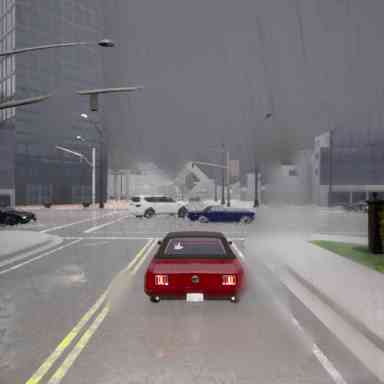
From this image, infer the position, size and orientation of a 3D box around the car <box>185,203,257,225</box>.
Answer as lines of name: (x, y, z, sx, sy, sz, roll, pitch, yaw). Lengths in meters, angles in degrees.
car: (2.078, 1.606, 23.239, 4.718, 1.301, 1.895, 0, 0, 0)

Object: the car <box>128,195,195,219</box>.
car: (-2.882, 1.245, 29.231, 5.566, 2.045, 2.150, -1, 1, -36)

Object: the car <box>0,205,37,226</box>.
car: (-13.776, 1.627, 23.105, 5.357, 1.411, 2.033, -1, 0, 0)

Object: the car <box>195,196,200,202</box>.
car: (0.663, 1.540, 77.390, 2.033, 1.411, 5.357, 0, 0, 12)

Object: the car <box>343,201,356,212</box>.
car: (19.372, 1.520, 37.583, 4.181, 1.385, 1.994, 0, 0, -1)

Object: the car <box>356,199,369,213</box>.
car: (19.876, 1.480, 34.088, 4.674, 1.442, 1.812, 0, 0, 0)

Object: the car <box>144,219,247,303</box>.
car: (0.071, 1.601, 8.183, 1.895, 1.301, 4.718, 0, 0, 0)
